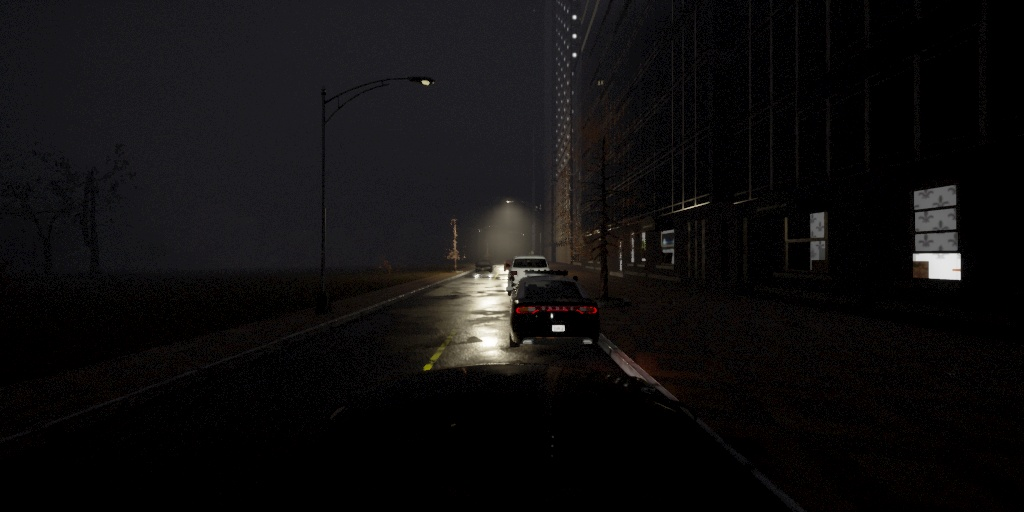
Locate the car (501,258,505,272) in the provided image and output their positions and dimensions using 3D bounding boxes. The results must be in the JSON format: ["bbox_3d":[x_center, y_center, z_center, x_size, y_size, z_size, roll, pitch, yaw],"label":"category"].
[{"bbox_3d":[-0.085,1.226,47.546,1.882,1.535,5.008,0,0,0],"label":"car"}]

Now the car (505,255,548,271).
[{"bbox_3d":[0.857,0.975,19.351,2.150,2.045,5.566,0,0,0],"label":"car"}]

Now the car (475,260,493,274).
[{"bbox_3d":[-3.196,1.226,41.573,1.882,1.535,5.008,0,0,0],"label":"car"}]

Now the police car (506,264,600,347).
[{"bbox_3d":[0.881,1.175,9.430,1.930,1.638,5.238,0,0,0],"label":"police car"}]
